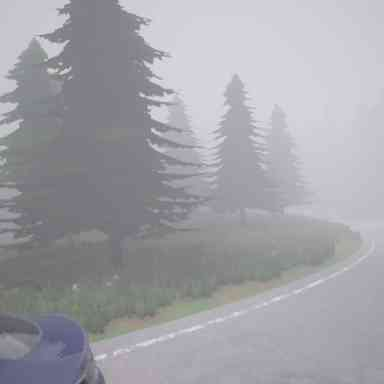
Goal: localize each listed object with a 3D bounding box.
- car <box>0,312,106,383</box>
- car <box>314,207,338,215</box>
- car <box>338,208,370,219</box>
[{"bbox_3d":[-2.815,1.511,1.763,4.674,1.442,1.812,1,0,-36],"label":"car"},{"bbox_3d":[21.792,3.057,54.226,1.895,1.301,4.718,-4,-2,-7],"label":"car"},{"bbox_3d":[20.381,2.623,41.618,1.895,1.301,4.718,-3,-2,8],"label":"car"}]
